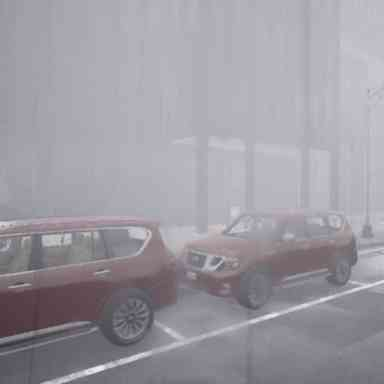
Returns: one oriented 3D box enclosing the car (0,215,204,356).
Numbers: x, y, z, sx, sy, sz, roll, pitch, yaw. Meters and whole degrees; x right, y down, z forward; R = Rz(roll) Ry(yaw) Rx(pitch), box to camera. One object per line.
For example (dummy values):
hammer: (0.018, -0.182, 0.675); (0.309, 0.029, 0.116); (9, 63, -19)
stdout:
car: (-2.523, 1.320, 4.846); (5.009, 1.841, 2.192); (1, 0, -35)

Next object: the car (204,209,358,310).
car: (2.043, 1.368, 8.103); (5.009, 1.841, 2.192); (1, 0, -35)
